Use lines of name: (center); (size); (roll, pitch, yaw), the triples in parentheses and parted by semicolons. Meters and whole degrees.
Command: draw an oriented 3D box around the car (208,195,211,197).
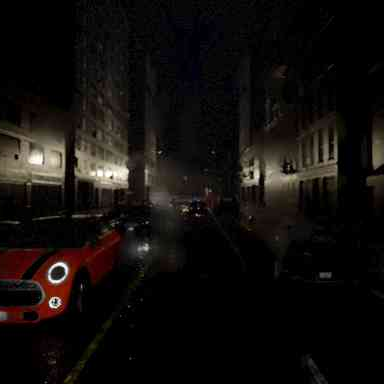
car: (3.551, 1.540, 48.589); (1.802, 1.307, 4.206); (1, 0, 1)

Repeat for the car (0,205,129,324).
car: (-2.991, 1.337, 7.429); (2.097, 1.767, 4.553); (0, 0, 1)

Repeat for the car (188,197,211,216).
car: (0.609, 1.518, 32.410); (2.033, 1.411, 5.357); (0, 0, 1)

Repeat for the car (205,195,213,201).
car: (4.102, 1.449, 82.240); (1.887, 1.381, 4.507); (1, 0, 1)

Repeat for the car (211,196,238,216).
car: (3.280, 1.293, 31.763); (2.192, 1.841, 5.009); (1, 0, 1)

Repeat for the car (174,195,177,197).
car: (-4.698, 1.462, 65.555); (2.008, 1.369, 4.403); (1, 0, 1)

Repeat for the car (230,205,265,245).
car: (3.005, 1.520, 15.108); (1.752, 1.417, 4.829); (1, 0, 1)

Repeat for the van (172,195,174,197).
van: (-4.786, 1.261, 59.946); (1.690, 1.788, 3.998); (1, 0, 1)

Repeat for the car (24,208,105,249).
car: (-5.523, 1.538, 15.078); (1.947, 1.339, 4.313); (1, 0, 1)

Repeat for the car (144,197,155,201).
car: (-5.156, 1.531, 37.511); (1.802, 1.307, 4.206); (1, 0, 1)

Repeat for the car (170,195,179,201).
car: (-4.422, 1.426, 82.380); (1.887, 1.381, 4.507); (1, 0, 1)

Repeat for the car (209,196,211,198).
car: (3.460, 1.510, 42.980); (1.887, 1.381, 4.507); (1, 0, 1)

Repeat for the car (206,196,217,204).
car: (3.827, 1.478, 65.415); (1.887, 1.381, 4.507); (1, 0, 1)

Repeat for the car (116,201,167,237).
car: (-2.809, 1.468, 18.050); (2.128, 1.511, 4.902); (0, 0, 1)

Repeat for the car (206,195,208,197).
car: (0.846, 1.431, 46.630); (1.882, 1.535, 5.008); (0, 0, 1)

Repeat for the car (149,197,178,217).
car: (-2.499, 1.510, 31.600); (2.033, 1.411, 5.357); (0, 0, 1)

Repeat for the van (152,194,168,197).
van: (-4.969, 1.277, 48.729); (1.690, 1.788, 3.998); (1, 0, 1)

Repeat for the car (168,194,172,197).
car: (-4.879, 1.368, 54.338); (1.967, 1.590, 4.097); (1, 0, 1)

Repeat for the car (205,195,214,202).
car: (4.009, 1.496, 76.632); (1.802, 1.307, 4.206); (1, 0, 1)

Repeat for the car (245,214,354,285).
car: (2.910, 1.550, 9.328); (2.008, 1.369, 4.403); (1, 0, 1)
